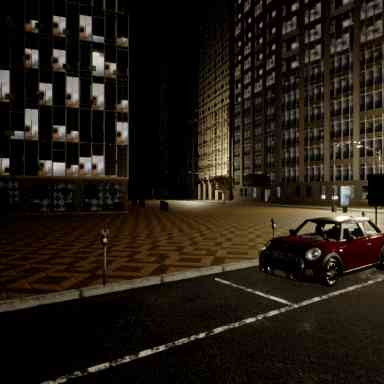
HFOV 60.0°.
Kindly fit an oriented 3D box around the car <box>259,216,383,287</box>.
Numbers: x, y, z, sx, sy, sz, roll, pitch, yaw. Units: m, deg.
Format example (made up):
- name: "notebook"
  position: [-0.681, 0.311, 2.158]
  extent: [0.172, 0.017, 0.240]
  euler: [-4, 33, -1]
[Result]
- name: "car"
  position: [3.741, 1.439, 9.234]
  extent: [4.097, 1.590, 1.967]
  euler: [0, 0, -36]
